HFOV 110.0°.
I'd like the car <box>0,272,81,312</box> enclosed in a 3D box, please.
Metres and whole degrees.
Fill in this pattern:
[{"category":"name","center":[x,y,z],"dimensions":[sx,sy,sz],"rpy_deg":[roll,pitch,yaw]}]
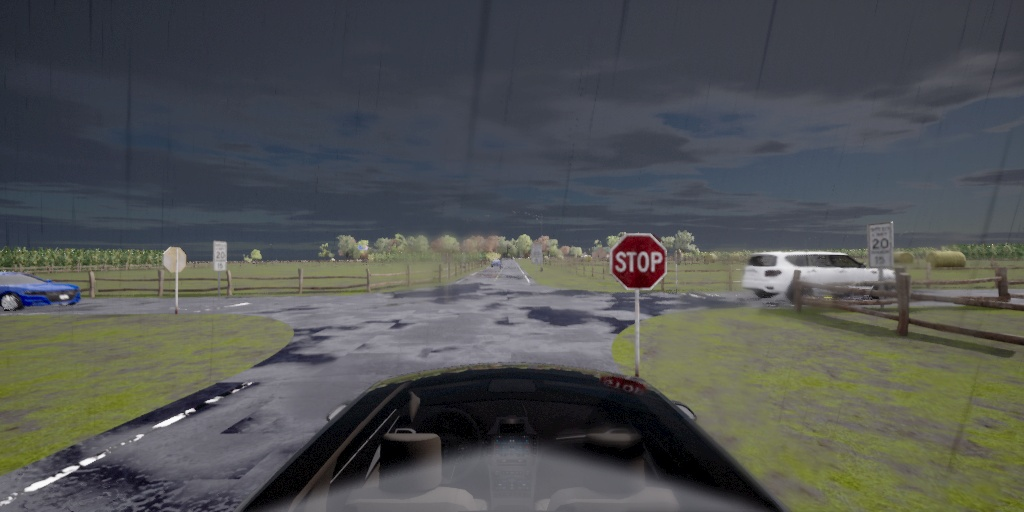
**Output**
[{"category":"car","center":[-20.606,1.396,14.480],"dimensions":[5.008,1.535,1.882],"rpy_deg":[0,-1,0]}]

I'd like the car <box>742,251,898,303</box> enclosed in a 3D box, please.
[{"category":"car","center":[12.566,0.836,14.738],"dimensions":[5.566,2.045,2.150],"rpy_deg":[0,-1,0]}]
